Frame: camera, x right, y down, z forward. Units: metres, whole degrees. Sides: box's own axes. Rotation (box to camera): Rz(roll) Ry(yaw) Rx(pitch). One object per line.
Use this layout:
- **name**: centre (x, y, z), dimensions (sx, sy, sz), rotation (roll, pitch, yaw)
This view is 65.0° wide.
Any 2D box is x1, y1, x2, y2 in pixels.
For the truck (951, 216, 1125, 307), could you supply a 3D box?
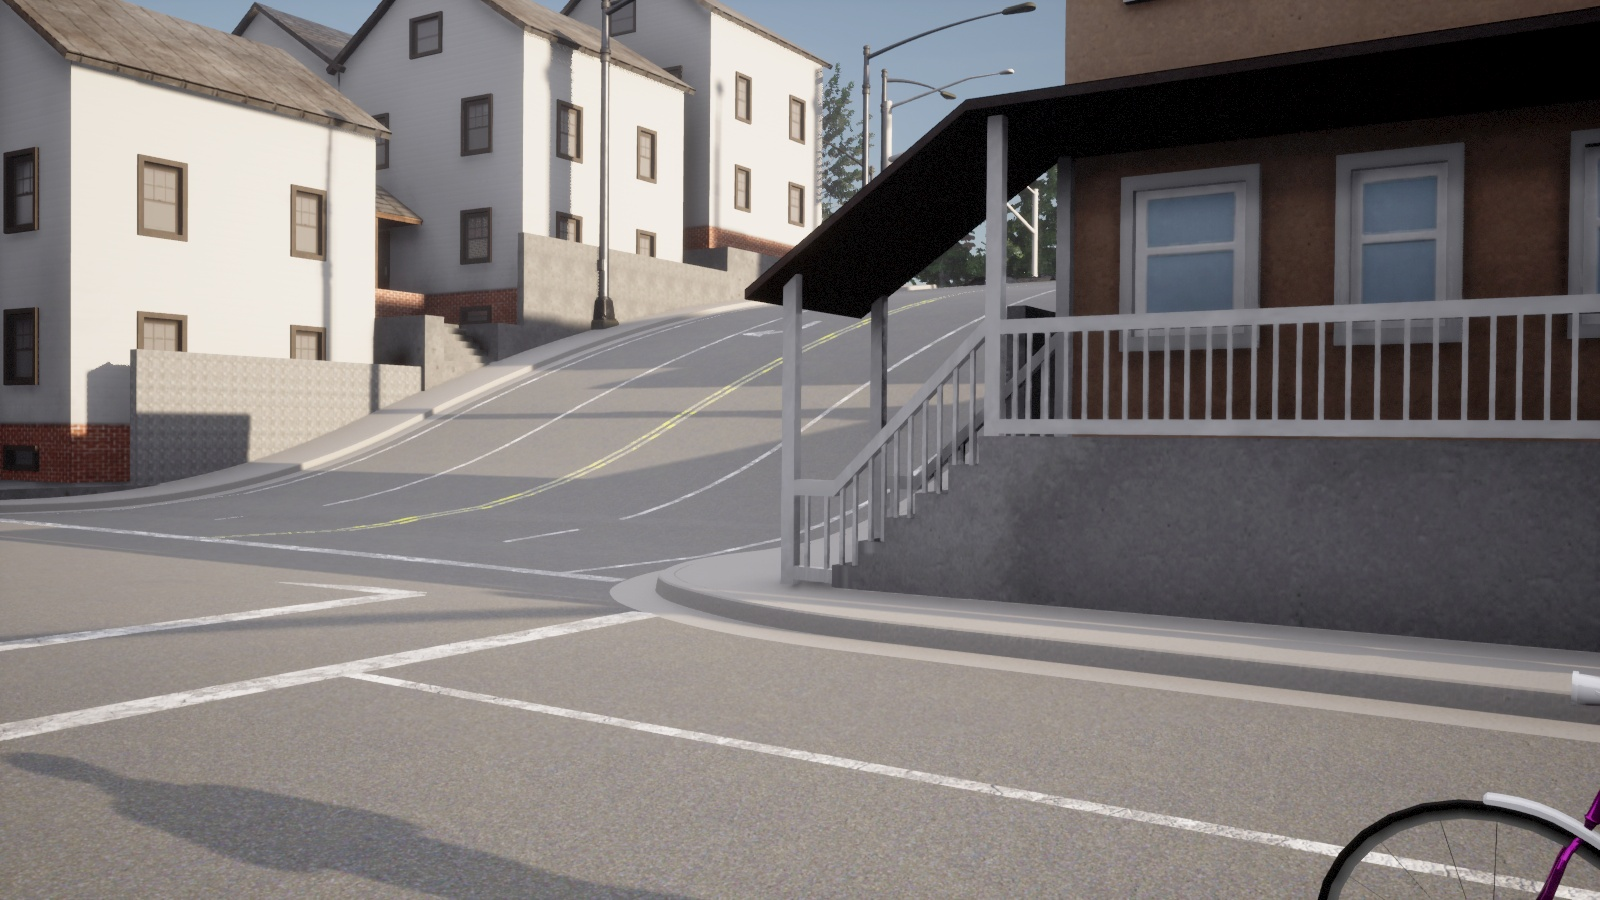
- **truck**: centre (11.704, -9.209, 62.147), dimensions (7.936, 3.462, 2.891), rotation (0, 1, 33)

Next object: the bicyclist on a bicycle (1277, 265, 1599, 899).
- **bicyclist on a bicycle**: centre (1.928, 0.552, 2.340), dimensions (1.843, 1.776, 0.659), rotation (0, 1, 34)
